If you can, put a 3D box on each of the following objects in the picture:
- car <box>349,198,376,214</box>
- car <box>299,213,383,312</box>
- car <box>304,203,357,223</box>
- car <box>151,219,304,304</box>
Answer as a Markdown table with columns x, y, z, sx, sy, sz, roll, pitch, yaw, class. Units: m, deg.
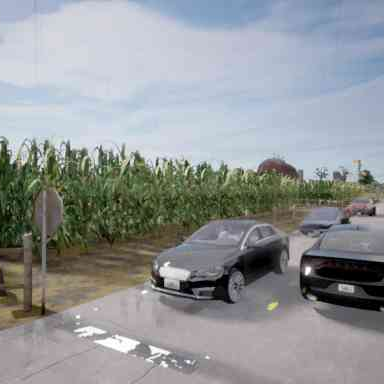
| x | y | z | sx | sy | sz | roll | pitch | yaw | class |
| --- | --- | --- | --- | --- | --- | --- | --- | --- | --- |
| 16.140 | 1.373 | 31.580 | 2.097 | 1.767 | 4.553 | 0 | 0 | 33 | car |
| 3.962 | 1.480 | 7.710 | 1.882 | 1.535 | 5.008 | 0 | 0 | 33 | car |
| 7.464 | 1.562 | 18.306 | 2.033 | 1.411 | 5.357 | 0 | 0 | 33 | car |
| 0.990 | 1.504 | 8.430 | 2.128 | 1.511 | 4.902 | 0 | 0 | 34 | car |
